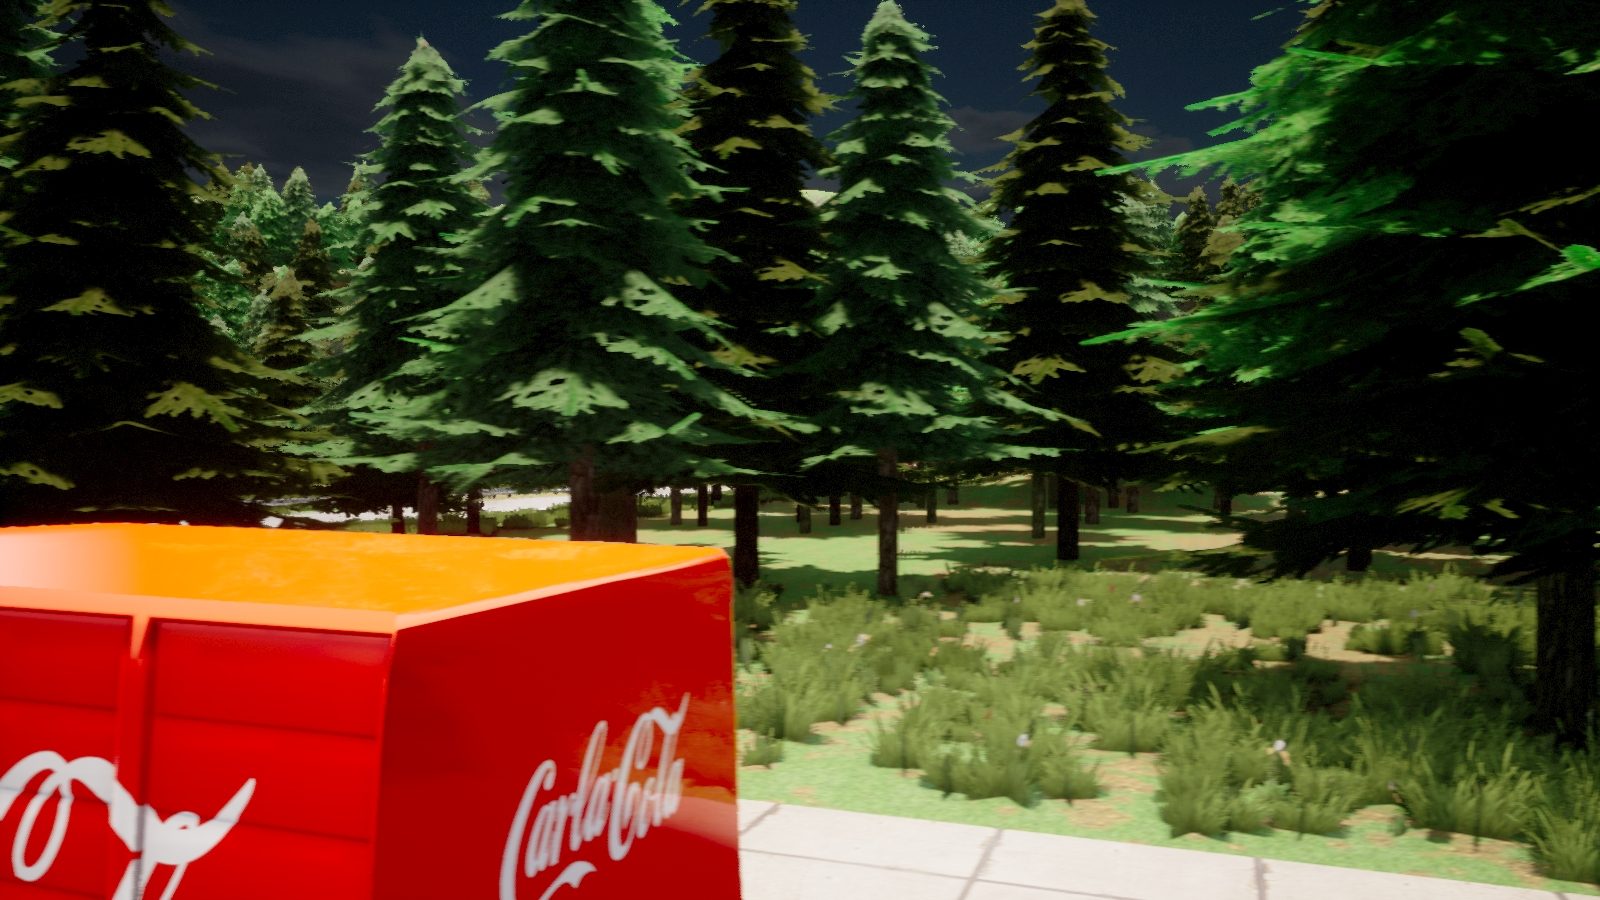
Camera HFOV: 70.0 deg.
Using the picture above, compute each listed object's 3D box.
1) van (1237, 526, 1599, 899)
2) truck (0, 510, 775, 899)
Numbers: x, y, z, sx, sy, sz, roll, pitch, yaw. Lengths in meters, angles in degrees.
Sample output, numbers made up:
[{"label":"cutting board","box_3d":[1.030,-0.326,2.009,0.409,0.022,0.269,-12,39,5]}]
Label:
[{"label":"van","box_3d":[3.908,1.534,1.887,5.915,2.561,1.988,0,0,20]},{"label":"truck","box_3d":[-2.996,1.568,4.408,5.204,2.467,2.627,0,0,20]}]
